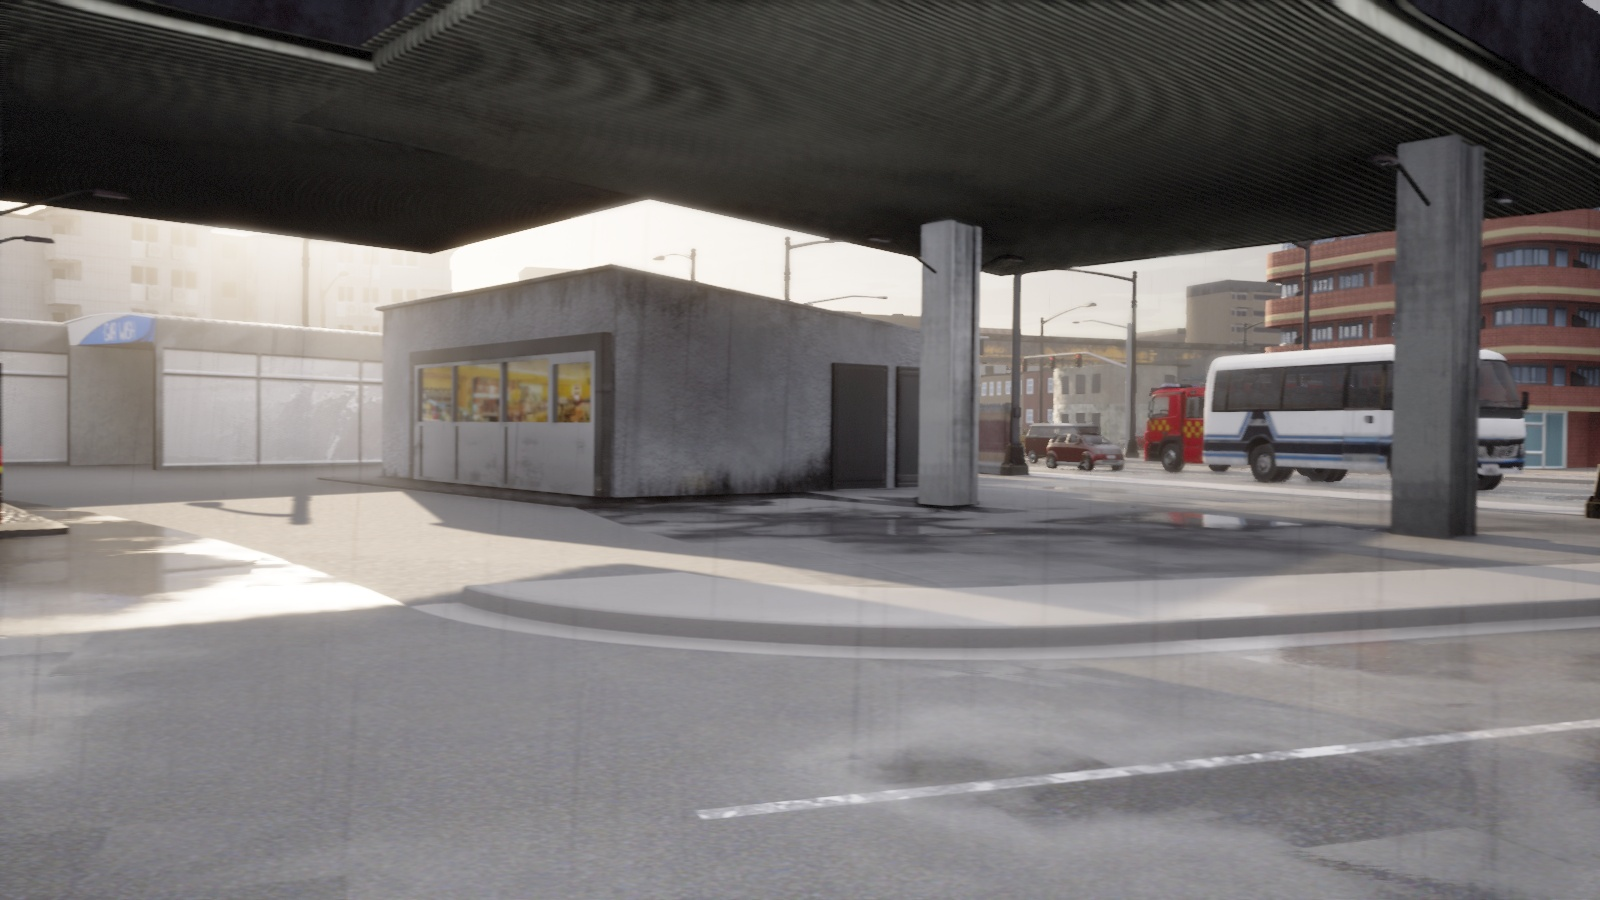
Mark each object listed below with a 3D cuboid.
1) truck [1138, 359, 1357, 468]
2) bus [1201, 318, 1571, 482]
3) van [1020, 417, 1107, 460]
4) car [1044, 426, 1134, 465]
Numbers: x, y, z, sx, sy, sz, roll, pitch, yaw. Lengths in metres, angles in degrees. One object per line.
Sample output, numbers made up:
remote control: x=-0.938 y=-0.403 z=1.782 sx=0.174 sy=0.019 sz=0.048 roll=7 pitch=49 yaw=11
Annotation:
truck: x=17.019 y=-1.341 z=48.564 sx=2.891 sy=3.827 sz=8.468 roll=-1 pitch=1 yaw=-25
bus: x=17.247 y=-1.387 z=38.207 sx=3.944 sy=4.253 sz=10.273 roll=-1 pitch=1 yaw=-22
van: x=12.513 y=-0.559 z=59.889 sx=1.775 sy=1.987 sz=4.442 roll=-1 pitch=1 yaw=-24
car: x=11.857 y=-0.194 z=51.770 sx=1.789 sy=1.549 sz=3.705 roll=-1 pitch=1 yaw=-22
